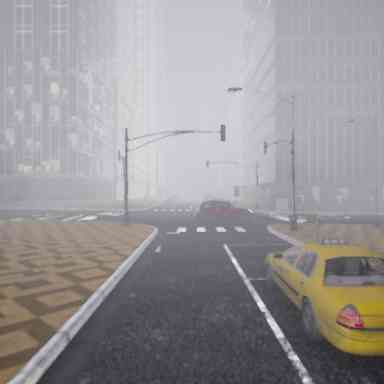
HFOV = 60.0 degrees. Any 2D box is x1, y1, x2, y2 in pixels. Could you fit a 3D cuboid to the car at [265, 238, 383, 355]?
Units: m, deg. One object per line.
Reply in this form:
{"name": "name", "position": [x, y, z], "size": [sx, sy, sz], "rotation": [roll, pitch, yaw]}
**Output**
{"name": "car", "position": [2.563, 1.519, 6.286], "size": [1.752, 1.417, 4.829], "rotation": [0, 0, 0]}

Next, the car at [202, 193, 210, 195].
{"name": "car", "position": [3.687, 1.236, 79.328], "size": [2.192, 1.841, 5.009], "rotation": [0, 0, 0]}

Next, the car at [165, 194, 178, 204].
{"name": "car", "position": [-4.099, 1.532, 62.701], "size": [1.802, 1.307, 4.206], "rotation": [0, 0, 0]}

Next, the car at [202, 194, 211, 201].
{"name": "car", "position": [3.655, 1.350, 84.856], "size": [1.967, 1.590, 4.097], "rotation": [0, 0, 0]}

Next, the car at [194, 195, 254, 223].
{"name": "car", "position": [2.452, 1.385, 25.583], "size": [4.553, 1.767, 2.097], "rotation": [1, 0, -3]}

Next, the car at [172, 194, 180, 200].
{"name": "car", "position": [-4.257, 1.339, 90.339], "size": [1.967, 1.590, 4.097], "rotation": [0, 0, 0]}

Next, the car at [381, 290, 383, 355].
{"name": "car", "position": [2.564, 1.544, 0.564], "size": [1.887, 1.381, 4.507], "rotation": [0, 0, 0]}

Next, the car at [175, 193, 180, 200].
{"name": "car", "position": [-4.193, 1.487, 79.284], "size": [1.947, 1.339, 4.313], "rotation": [0, 0, 0]}
